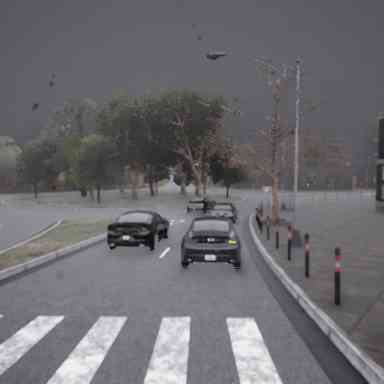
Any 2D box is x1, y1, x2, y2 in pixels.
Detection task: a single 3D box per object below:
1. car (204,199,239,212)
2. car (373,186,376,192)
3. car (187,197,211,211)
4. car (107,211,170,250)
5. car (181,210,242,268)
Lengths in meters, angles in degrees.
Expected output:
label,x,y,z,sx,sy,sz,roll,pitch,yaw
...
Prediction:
label,x,y,z,sx,sy,sz,roll,pitch,yaw
car,2.462,1.496,25.118,2.033,1.411,5.357,1,2,10
car,39.196,-0.898,67.797,2.185,1.767,4.553,-1,3,-11
car,1.052,1.196,31.925,2.128,1.511,4.902,1,2,21
car,-2.243,1.569,15.025,1.882,1.535,5.008,0,0,6
car,0.704,1.614,11.756,1.837,1.490,4.892,0,0,4
